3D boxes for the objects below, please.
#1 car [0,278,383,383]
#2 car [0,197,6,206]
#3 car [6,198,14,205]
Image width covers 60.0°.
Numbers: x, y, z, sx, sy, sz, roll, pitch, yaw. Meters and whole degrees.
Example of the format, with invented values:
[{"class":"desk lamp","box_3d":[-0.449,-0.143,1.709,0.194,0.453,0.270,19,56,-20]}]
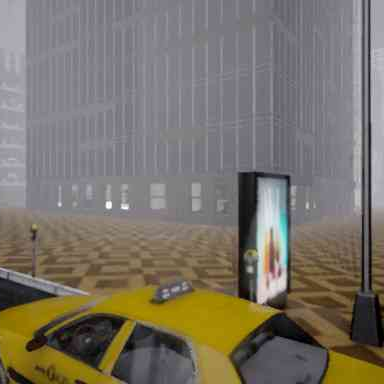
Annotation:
[{"class":"car","box_3d":[-0.400,1.505,3.164,4.829,1.417,1.752,1,0,35]},{"class":"car","box_3d":[-28.091,1.288,45.024,1.967,1.590,4.097,-1,-2,35]},{"class":"car","box_3d":[-31.780,1.460,54.268,1.752,1.417,4.829,-1,-1,35]}]
